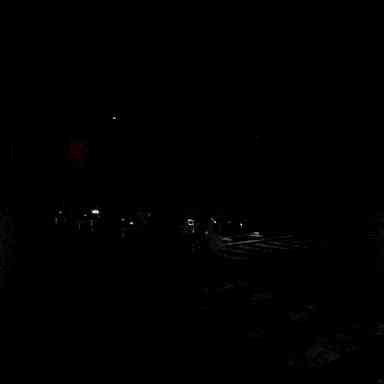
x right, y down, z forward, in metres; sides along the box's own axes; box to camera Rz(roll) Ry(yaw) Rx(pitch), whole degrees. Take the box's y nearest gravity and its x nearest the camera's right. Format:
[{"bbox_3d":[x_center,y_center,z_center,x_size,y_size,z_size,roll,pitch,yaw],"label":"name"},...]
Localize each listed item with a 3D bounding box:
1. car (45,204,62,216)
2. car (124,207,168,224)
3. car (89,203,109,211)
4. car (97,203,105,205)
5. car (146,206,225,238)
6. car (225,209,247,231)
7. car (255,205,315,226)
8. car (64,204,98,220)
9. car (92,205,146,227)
[{"bbox_3d":[-17.768,2.332,43.309,2.128,1.511,4.902,0,-1,-36],"label":"car"},{"bbox_3d":[-4.257,2.082,30.227,1.895,1.301,4.718,0,-1,-36],"label":"car"},{"bbox_3d":[-16.354,2.639,58.188,1.895,1.301,4.718,0,-1,-36],"label":"car"},{"bbox_3d":[-10.476,2.230,38.767,2.033,1.411,5.357,0,-1,-36],"label":"car"},{"bbox_3d":[-0.532,1.637,19.600,2.097,1.767,4.553,0,-1,-36],"label":"car"},{"bbox_3d":[1.570,1.801,22.234,1.837,1.490,4.892,0,-1,-36],"label":"car"},{"bbox_3d":[7.091,1.758,25.930,1.882,1.535,5.008,0,-1,-36],"label":"car"},{"bbox_3d":[-11.942,2.214,35.269,1.994,1.385,4.181,0,-1,-36],"label":"car"},{"bbox_3d":[-6.108,2.009,27.255,2.033,1.411,5.357,0,-1,-35],"label":"car"}]
